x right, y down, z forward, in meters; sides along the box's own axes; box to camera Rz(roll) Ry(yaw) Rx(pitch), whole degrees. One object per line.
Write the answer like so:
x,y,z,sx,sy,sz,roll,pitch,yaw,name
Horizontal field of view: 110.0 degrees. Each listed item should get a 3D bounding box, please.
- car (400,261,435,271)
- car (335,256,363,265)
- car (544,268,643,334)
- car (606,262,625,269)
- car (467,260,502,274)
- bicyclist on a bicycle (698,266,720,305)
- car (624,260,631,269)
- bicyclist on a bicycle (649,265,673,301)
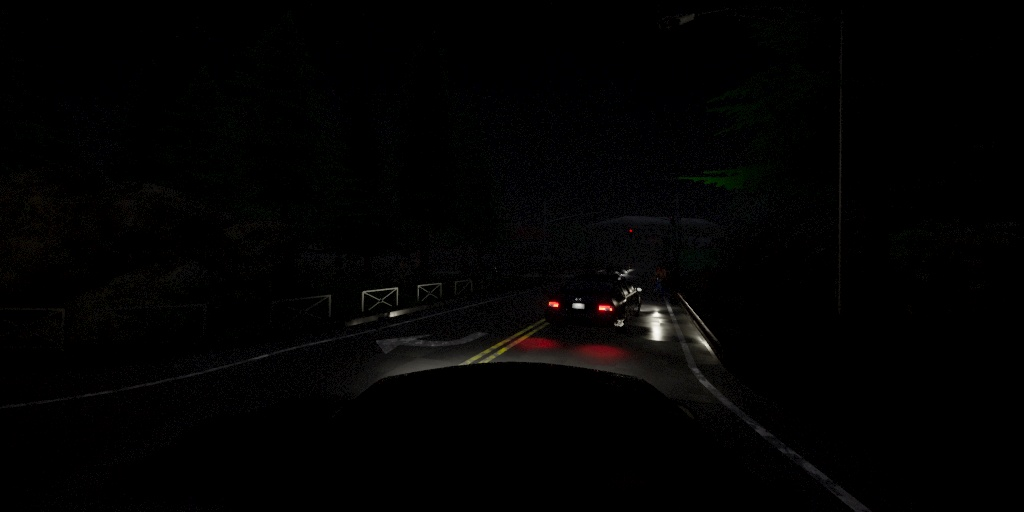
-12.801,1.384,48.525,5.008,1.535,1.882,1,0,22,car
-23.870,1.006,53.287,5.566,2.045,2.150,0,-1,27,car
2.593,1.219,10.428,2.033,1.411,5.357,1,0,26,car
14.244,1.749,49.811,1.895,1.301,4.718,1,0,21,car
-3.504,1.366,44.871,4.553,1.767,2.097,1,0,21,car
8.302,1.247,15.088,1.656,1.620,0.582,1,0,-33,bicyclist on a bicycle
19.069,1.841,62.194,1.812,1.442,4.674,1,0,22,car
6.897,1.235,16.512,1.656,1.620,0.582,1,0,-30,bicyclist on a bicycle
